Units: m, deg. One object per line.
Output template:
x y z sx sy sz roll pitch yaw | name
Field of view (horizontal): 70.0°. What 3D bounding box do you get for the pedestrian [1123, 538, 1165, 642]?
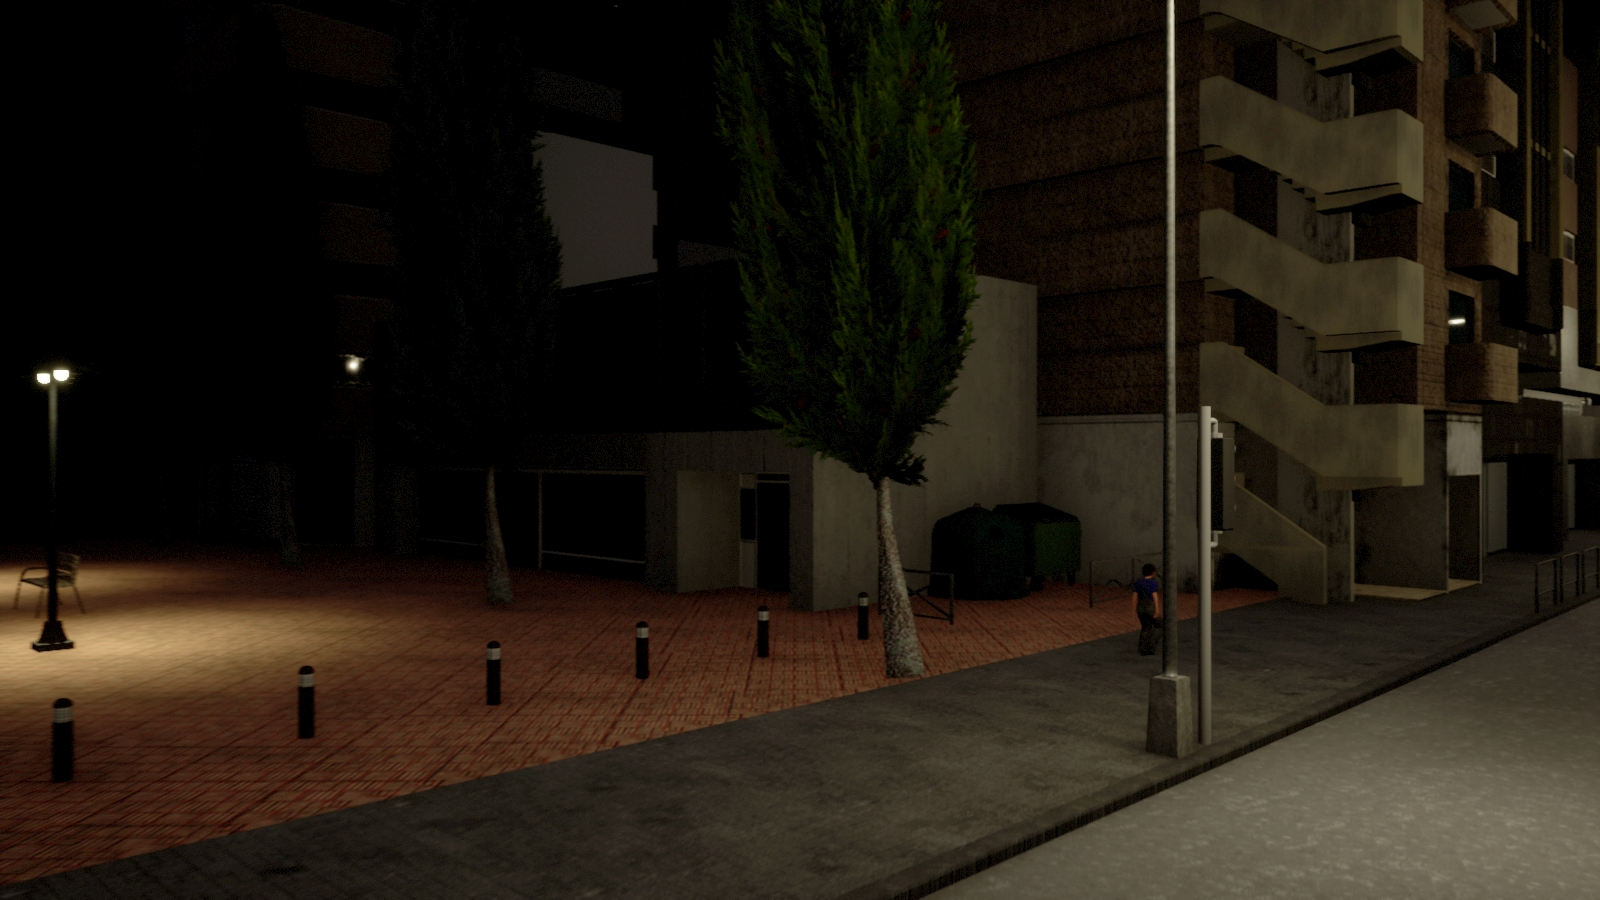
4.520 1.823 15.015 0.375 1.300 0.375 0 0 -41 | pedestrian
